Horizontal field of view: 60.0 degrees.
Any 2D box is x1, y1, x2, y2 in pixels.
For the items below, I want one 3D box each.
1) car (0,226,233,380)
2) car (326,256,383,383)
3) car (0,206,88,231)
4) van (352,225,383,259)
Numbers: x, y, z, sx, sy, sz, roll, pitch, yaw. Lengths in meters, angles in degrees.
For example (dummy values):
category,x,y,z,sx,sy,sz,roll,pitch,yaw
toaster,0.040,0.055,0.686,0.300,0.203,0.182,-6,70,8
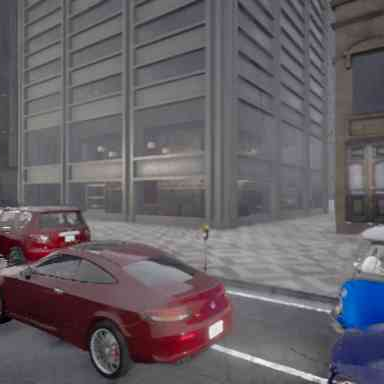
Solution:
category,x,y,z,sx,sy,sz,roll,pitch,yaw
car,-1.573,1.543,5.488,4.674,1.442,1.812,0,0,36
car,3.302,1.535,1.991,4.674,1.442,1.812,0,0,36
car,-5.260,1.345,10.428,5.009,1.841,2.192,0,0,36
van,3.854,1.356,3.888,3.998,1.788,1.690,0,0,36
